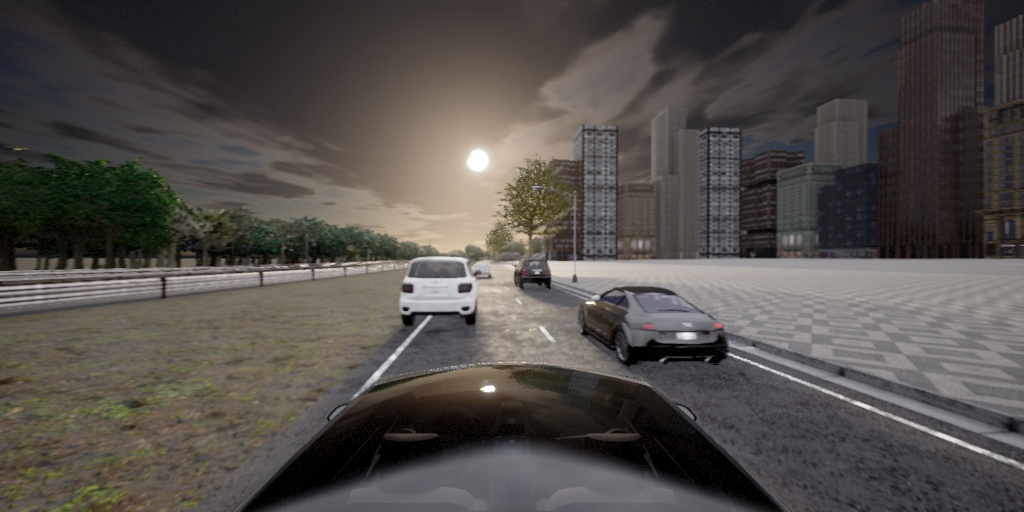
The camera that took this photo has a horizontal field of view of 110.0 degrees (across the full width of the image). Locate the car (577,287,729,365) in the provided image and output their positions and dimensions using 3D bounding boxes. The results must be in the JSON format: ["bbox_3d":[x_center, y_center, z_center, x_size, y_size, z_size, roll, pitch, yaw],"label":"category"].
[{"bbox_3d":[2.896,1.393,8.288,1.994,1.385,4.181,0,-1,-5],"label":"car"}]

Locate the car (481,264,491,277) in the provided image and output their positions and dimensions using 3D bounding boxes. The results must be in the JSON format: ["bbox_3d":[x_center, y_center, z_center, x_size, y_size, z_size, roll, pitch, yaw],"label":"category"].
[{"bbox_3d":[-3.387,1.672,41.414,1.812,1.442,4.674,0,-1,-5],"label":"car"}]

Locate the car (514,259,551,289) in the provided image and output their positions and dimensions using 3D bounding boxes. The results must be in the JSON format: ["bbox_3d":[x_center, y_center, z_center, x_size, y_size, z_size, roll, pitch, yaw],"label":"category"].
[{"bbox_3d":[1.415,1.228,26.101,2.150,2.045,5.566,0,-1,-5],"label":"car"}]

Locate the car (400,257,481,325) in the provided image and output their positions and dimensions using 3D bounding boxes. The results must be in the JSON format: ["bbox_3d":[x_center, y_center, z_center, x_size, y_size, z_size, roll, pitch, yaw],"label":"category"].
[{"bbox_3d":[-2.280,1.064,12.318,2.150,2.045,5.566,0,-1,-5],"label":"car"}]
